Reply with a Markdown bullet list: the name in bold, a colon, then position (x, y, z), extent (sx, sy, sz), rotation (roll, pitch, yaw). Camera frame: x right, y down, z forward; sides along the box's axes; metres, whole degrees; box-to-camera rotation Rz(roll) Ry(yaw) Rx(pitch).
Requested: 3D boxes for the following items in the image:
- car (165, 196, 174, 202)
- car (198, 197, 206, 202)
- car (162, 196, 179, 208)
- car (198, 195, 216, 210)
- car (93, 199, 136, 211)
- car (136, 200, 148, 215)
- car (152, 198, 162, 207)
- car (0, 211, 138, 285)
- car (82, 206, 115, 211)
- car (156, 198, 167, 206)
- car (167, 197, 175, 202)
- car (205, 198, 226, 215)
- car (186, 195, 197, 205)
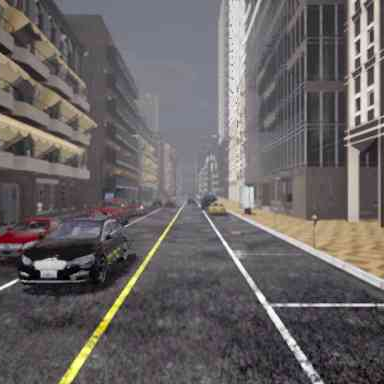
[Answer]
- **car**: position (-5.803, 1.806, 85.769), extent (1.967, 1.590, 4.097), rotation (0, 0, 0)
- **car**: position (2.577, 1.910, 85.779), extent (1.887, 1.381, 4.507), rotation (0, 0, 0)
- **car**: position (-3.140, 1.773, 51.893), extent (1.994, 1.385, 4.181), rotation (0, 0, 0)
- **car**: position (2.334, 1.410, 45.782), extent (2.150, 2.045, 5.566), rotation (0, 0, 0)
- **car**: position (-5.722, 1.408, 23.636), extent (2.192, 1.841, 5.009), rotation (0, 0, 0)
- **car**: position (-5.736, 1.579, 34.933), extent (1.967, 1.590, 4.097), rotation (0, 0, 0)
- **car**: position (-5.766, 1.800, 57.526), extent (1.947, 1.339, 4.313), rotation (0, 0, 0)
- **car**: position (-3.113, 1.528, 9.673), extent (2.128, 1.511, 4.902), rotation (0, 0, 0)
- **car**: position (-5.714, 1.652, 17.987), extent (1.802, 1.307, 4.206), rotation (0, 0, 0)
- **car**: position (-5.773, 1.784, 63.005), extent (1.752, 1.417, 4.829), rotation (0, 0, 0)
- **car**: position (-5.810, 1.975, 91.417), extent (1.802, 1.307, 4.206), rotation (0, 0, 0)
- **car**: position (2.644, 1.664, 35.114), extent (1.752, 1.417, 4.829), rotation (0, 0, 0)
- **car**: position (-0.084, 1.787, 63.640), extent (1.812, 1.442, 4.674), rotation (0, 0, 0)
